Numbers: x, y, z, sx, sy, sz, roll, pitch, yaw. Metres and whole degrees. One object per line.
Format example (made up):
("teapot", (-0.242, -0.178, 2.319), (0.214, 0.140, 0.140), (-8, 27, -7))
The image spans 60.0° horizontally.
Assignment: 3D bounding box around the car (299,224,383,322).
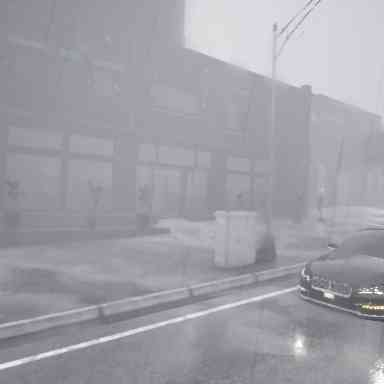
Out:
("car", (4.300, 1.493, 7.059), (4.892, 1.490, 1.837), (0, 0, -35))
